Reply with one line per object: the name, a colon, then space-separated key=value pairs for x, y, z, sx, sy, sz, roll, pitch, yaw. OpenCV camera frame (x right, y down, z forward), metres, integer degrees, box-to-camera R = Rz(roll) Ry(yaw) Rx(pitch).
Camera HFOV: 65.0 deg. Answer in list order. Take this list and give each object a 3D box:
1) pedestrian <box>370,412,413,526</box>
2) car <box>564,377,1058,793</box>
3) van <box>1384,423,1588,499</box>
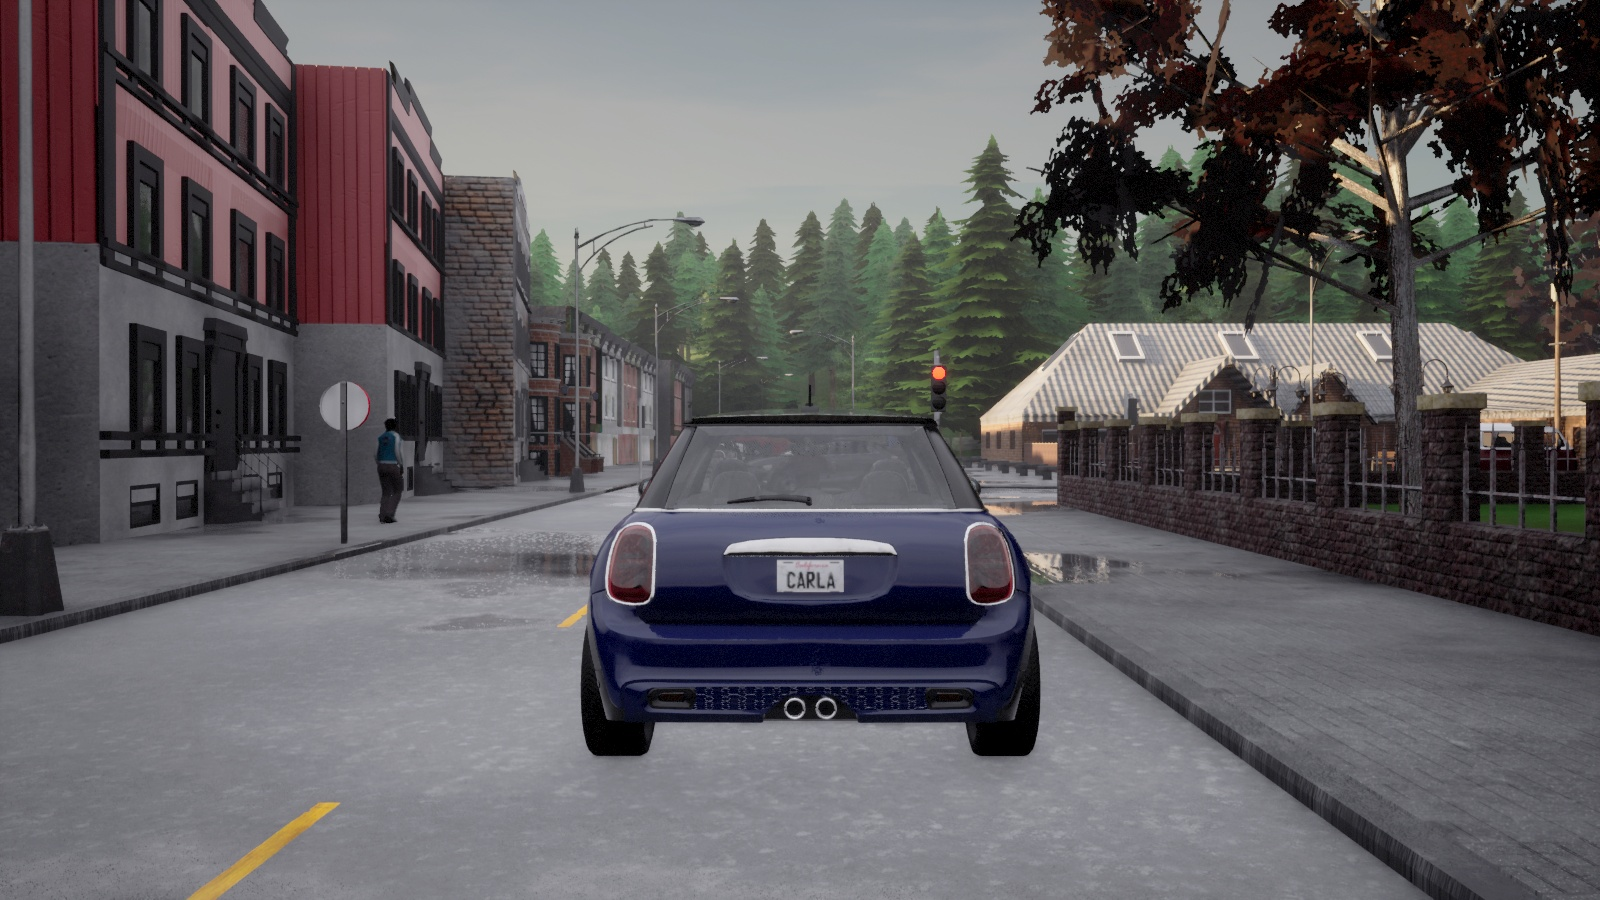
pedestrian: x=-7.074 y=0.319 z=21.743 sx=0.396 sy=1.930 sz=0.692 roll=0 pitch=0 yaw=15
car: x=0.057 y=0.562 z=7.614 sx=2.097 sy=1.767 sz=4.553 roll=0 pitch=0 yaw=0
van: x=18.721 y=0.291 z=34.419 sx=4.480 sy=2.038 sz=2.069 roll=0 pitch=0 yaw=-1
